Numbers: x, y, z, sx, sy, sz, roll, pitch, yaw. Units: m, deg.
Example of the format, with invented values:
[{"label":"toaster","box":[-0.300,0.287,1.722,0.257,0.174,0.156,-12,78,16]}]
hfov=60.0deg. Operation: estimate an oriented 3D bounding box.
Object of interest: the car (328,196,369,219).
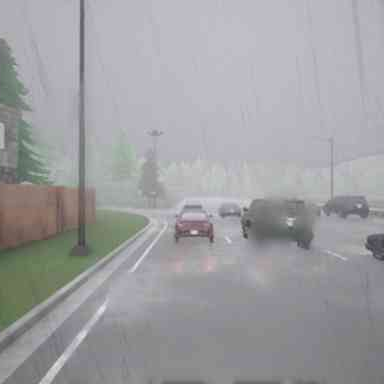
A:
[{"label":"car","box":[14.126,1.352,30.762,2.150,2.045,5.566,0,0,0]}]

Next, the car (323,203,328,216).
[{"label":"car","box":[10.627,1.626,31.661,2.128,1.511,4.902,0,0,0]}]

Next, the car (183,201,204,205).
[{"label":"car","box":[0.129,1.618,33.246,1.882,1.535,5.008,0,0,0]}]

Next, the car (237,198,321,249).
[{"label":"car","box":[3.613,1.285,14.995,2.150,2.045,5.566,0,0,0]}]

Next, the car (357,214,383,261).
[{"label":"car","box":[7.108,1.588,9.462,2.033,1.411,5.357,0,0,0]}]

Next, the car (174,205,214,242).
[{"label":"car","box":[0.089,1.597,16.811,1.812,1.442,4.674,0,0,0]}]

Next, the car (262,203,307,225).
[{"label":"car","box":[7.123,1.659,26.268,2.033,1.411,5.357,0,0,0]}]

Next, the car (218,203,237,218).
[{"label":"car","box":[3.627,1.700,32.185,1.994,1.385,4.181,0,0,0]}]
